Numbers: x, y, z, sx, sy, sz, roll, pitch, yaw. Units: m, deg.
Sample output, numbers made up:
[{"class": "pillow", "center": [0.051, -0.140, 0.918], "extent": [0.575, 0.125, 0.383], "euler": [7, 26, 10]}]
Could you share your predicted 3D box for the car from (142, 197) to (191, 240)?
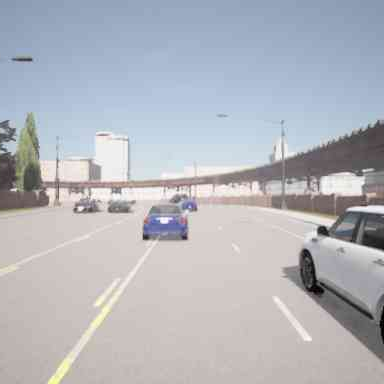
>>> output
[{"class": "car", "center": [-1.223, 1.318, 16.918], "extent": [2.097, 1.767, 4.553], "euler": [0, 0, 0]}]

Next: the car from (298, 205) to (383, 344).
[{"class": "car", "center": [3.602, 1.210, 5.603], "extent": [2.150, 2.045, 5.566], "euler": [0, 0, 0]}]

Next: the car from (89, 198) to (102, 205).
[{"class": "car", "center": [-21.371, 2.115, 73.891], "extent": [1.994, 1.385, 4.181], "euler": [1, -2, -27]}]

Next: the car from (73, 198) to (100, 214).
[{"class": "car", "center": [-10.861, 1.413, 34.432], "extent": [2.128, 1.511, 4.902], "euler": [0, 0, -3]}]

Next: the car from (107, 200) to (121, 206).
[{"class": "car", "center": [-17.288, 2.430, 73.561], "extent": [2.033, 1.411, 5.357], "euler": [1, -2, -26]}]

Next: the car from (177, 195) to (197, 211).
[{"class": "car", "center": [-0.458, 1.460, 38.935], "extent": [1.812, 1.442, 4.674], "euler": [0, 0, -6]}]

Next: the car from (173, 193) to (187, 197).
[{"class": "car", "center": [-1.871, 1.253, 49.422], "extent": [2.150, 2.045, 5.566], "euler": [0, -1, -13]}]

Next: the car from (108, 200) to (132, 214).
[{"class": "car", "center": [-7.370, 1.489, 34.227], "extent": [1.994, 1.385, 4.181], "euler": [0, 0, -3]}]
